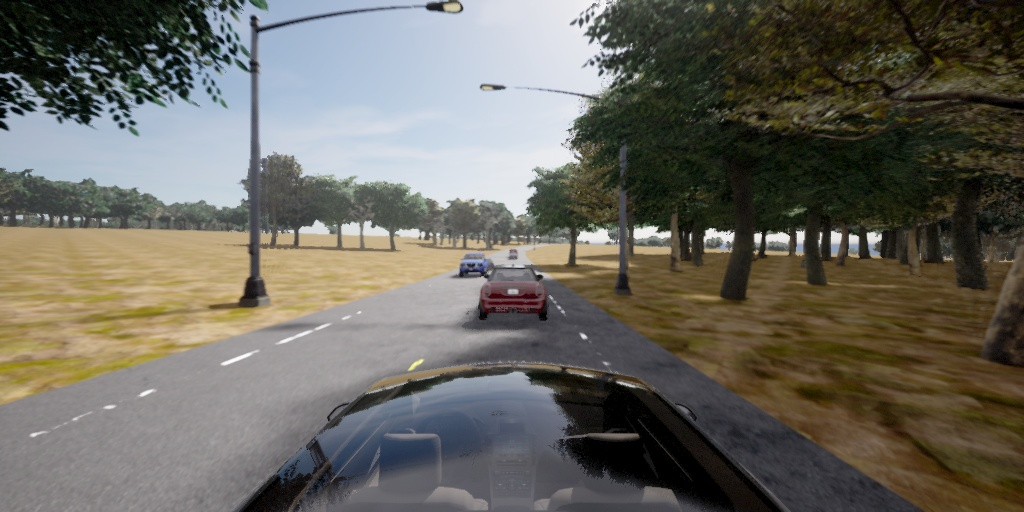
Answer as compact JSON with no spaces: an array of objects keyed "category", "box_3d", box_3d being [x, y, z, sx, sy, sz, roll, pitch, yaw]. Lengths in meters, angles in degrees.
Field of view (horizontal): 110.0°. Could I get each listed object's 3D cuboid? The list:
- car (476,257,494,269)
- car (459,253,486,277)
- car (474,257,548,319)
[{"category":"car","box_3d":[-3.318,0.866,44.891,1.994,1.385,4.181,0,1,0]},{"category":"car","box_3d":[-3.371,0.721,32.307,2.150,2.045,5.566,0,1,0]},{"category":"car","box_3d":[0.041,1.062,12.704,2.097,1.767,4.553,0,0,0]}]
